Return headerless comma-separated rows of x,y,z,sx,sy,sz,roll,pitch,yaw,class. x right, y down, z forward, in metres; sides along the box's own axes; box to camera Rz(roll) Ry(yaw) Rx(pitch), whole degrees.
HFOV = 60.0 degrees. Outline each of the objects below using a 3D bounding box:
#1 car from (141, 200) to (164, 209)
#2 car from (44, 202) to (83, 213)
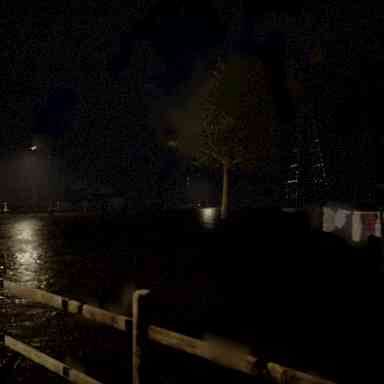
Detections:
-7.311,2.292,61.600,2.097,1.767,4.553,-2,-2,36,car
-17.978,2.174,46.808,2.033,1.411,5.357,-2,-2,36,car
